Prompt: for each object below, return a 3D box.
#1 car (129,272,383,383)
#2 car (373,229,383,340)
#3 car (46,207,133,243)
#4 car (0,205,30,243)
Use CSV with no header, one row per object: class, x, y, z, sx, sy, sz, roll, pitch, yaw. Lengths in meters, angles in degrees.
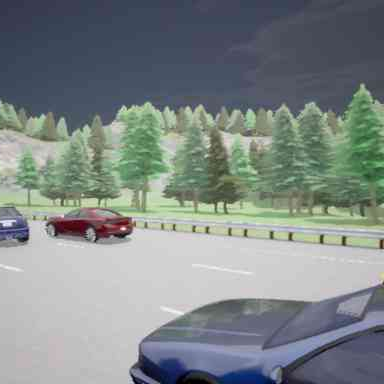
car,1.977,1.547,2.583,5.357,1.411,2.033,0,0,35
car,5.382,1.478,4.454,5.008,1.535,1.882,0,0,36
car,-5.071,1.479,16.177,5.008,1.535,1.882,0,0,35
car,-9.306,1.353,14.854,4.553,1.767,2.097,0,0,35
